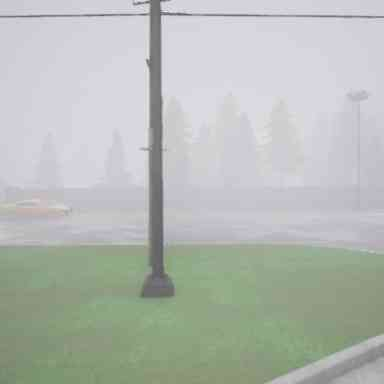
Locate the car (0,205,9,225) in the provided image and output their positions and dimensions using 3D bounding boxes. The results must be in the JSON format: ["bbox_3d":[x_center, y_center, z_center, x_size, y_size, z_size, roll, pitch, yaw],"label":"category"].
[{"bbox_3d":[-13.531,1.436,18.953,4.892,1.490,1.837,0,0,-1],"label":"car"}]

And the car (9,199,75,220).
[{"bbox_3d":[-12.163,1.360,25.977,5.008,1.535,1.882,0,0,-1],"label":"car"}]
